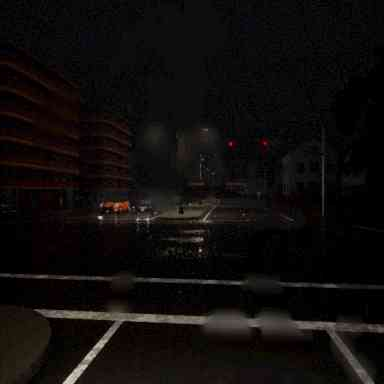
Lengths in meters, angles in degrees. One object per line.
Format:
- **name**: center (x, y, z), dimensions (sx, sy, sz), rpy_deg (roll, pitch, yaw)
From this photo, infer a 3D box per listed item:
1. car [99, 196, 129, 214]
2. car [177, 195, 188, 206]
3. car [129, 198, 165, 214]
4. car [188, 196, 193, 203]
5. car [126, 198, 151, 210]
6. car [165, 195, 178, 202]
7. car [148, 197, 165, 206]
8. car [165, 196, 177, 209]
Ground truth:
- **car**: center (-8.083, 1.352, 34.990), dimensions (2.097, 1.767, 4.553), rpy_deg (0, 0, 6)
- **car**: center (-2.492, 1.492, 54.651), dimensions (2.128, 1.511, 4.902), rpy_deg (0, 0, 6)
- **car**: center (-4.569, 1.491, 34.916), dimensions (2.128, 1.511, 4.902), rpy_deg (0, 0, 6)
- **car**: center (-0.895, 1.505, 69.223), dimensions (1.837, 1.490, 4.892), rpy_deg (0, 0, 6)
- **car**: center (-7.093, 1.545, 44.407), dimensions (2.033, 1.411, 5.357), rpy_deg (0, 0, 6)
- **car**: center (-4.295, 1.439, 70.337), dimensions (1.994, 1.385, 4.181), rpy_deg (0, 0, 6)
- **car**: center (-5.870, 1.601, 55.999), dimensions (1.895, 1.301, 4.718), rpy_deg (0, 0, 6)
- **car**: center (-3.607, 1.601, 44.126), dimensions (1.895, 1.301, 4.718), rpy_deg (0, 0, 6)
